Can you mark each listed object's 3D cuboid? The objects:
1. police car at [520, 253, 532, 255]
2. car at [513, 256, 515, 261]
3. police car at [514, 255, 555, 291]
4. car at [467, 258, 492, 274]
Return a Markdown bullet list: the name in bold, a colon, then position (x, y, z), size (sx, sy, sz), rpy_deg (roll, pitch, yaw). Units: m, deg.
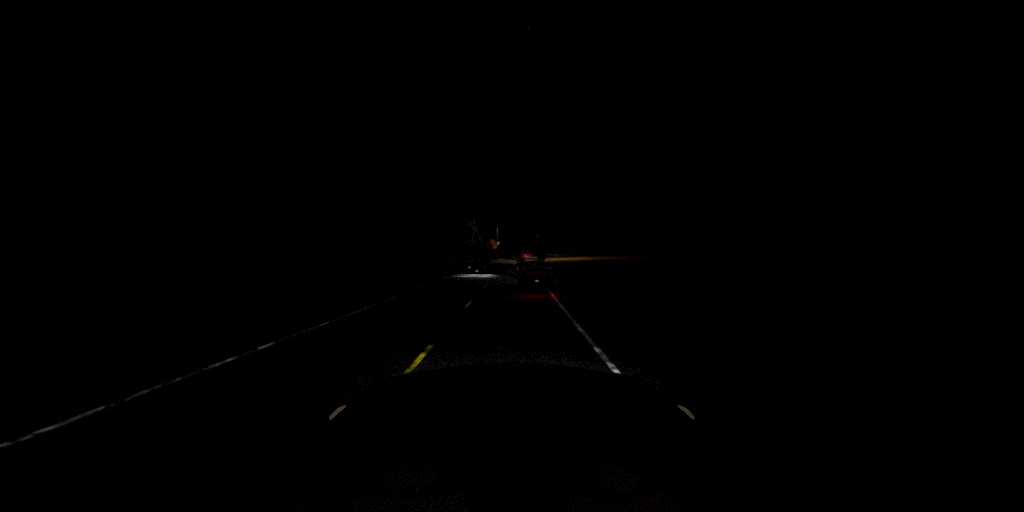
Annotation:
- **police car**: position (1.516, 0.830, 29.807), size (1.930, 1.638, 5.238), rpy_deg (0, 1, 2)
- **car**: position (1.681, 0.684, 55.169), size (1.895, 1.301, 4.718), rpy_deg (0, 1, 4)
- **police car**: position (1.240, 0.954, 19.846), size (1.930, 1.638, 5.238), rpy_deg (0, 1, 1)
- **car**: position (-2.952, 0.893, 33.931), size (2.033, 1.411, 5.357), rpy_deg (0, 1, 3)
